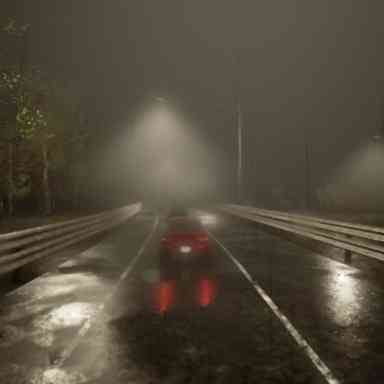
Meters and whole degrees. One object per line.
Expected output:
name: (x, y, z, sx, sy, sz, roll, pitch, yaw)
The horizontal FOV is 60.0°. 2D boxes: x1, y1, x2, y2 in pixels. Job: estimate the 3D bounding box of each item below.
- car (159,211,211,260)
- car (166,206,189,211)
car: (-0.284, 1.693, 13.034, 1.812, 1.442, 4.674, 0, 0, -2)
car: (-1.233, 1.878, 28.122, 1.812, 1.442, 4.674, 0, 0, -4)
